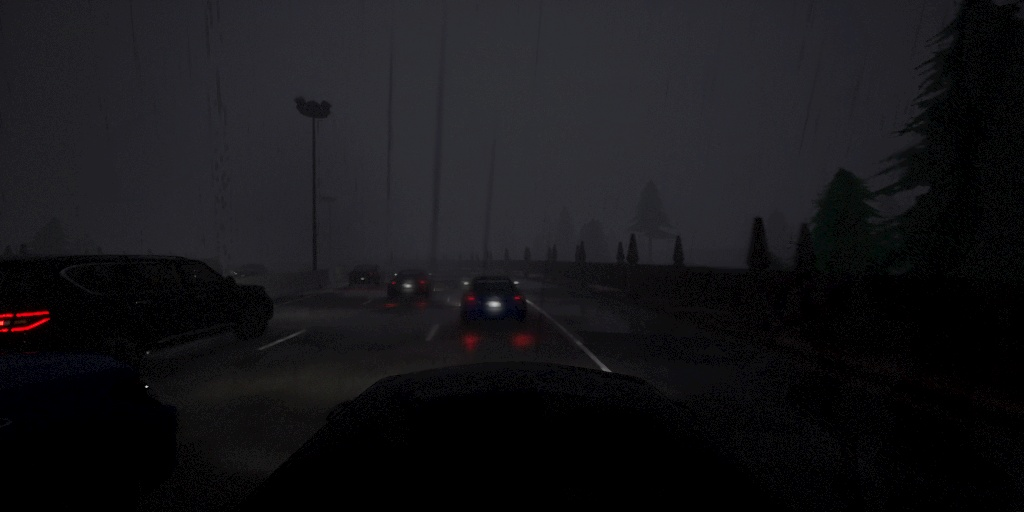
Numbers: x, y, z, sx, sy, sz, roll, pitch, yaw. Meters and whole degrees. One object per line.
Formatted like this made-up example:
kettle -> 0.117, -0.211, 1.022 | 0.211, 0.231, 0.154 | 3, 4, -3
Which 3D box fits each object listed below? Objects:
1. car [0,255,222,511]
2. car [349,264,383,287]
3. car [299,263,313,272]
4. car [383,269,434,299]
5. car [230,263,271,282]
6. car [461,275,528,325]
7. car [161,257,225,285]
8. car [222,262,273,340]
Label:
car -> -3.517, 0.986, 0.179 | 2.150, 2.045, 5.566 | 0, 0, 1
car -> -10.140, 1.304, 25.305 | 1.882, 1.535, 5.008 | 0, 0, -14
car -> -29.038, 1.617, 50.902 | 1.994, 1.385, 4.181 | 0, 0, -32
car -> -5.105, 1.351, 18.433 | 1.994, 1.385, 4.181 | 0, 0, -10
car -> -23.712, 1.444, 32.747 | 1.837, 1.490, 4.892 | 0, 0, -22
car -> -0.664, 1.321, 11.959 | 1.994, 1.385, 4.181 | 0, 0, -5
car -> -26.327, 1.172, 29.884 | 2.150, 2.045, 5.566 | 0, -1, -21
car -> -7.187, 1.004, 6.943 | 2.150, 2.045, 5.566 | 0, 0, -3
